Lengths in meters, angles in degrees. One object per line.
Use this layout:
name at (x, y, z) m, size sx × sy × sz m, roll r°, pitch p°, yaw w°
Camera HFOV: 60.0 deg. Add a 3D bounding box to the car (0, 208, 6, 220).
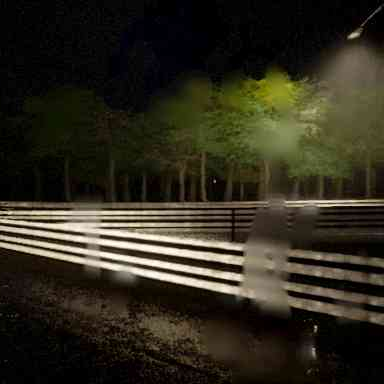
car at (-14.267, 1.421, 21.262) m, size 4.792 × 1.488 × 2.163 m, roll 0°, pitch 0°, yaw 16°
